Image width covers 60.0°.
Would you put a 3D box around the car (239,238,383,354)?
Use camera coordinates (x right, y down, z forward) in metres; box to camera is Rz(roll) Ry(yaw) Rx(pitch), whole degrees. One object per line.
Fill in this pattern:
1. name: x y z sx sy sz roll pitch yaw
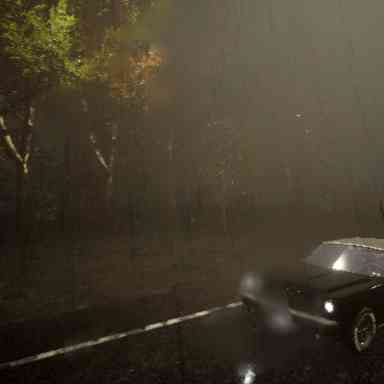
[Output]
1. car: 3.132 1.605 6.222 4.718 1.301 1.895 0 0 -35
